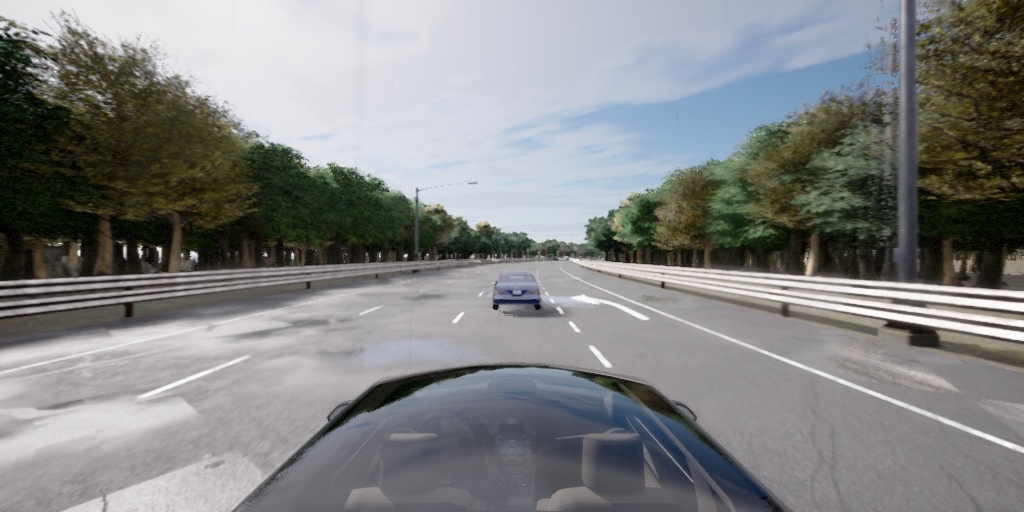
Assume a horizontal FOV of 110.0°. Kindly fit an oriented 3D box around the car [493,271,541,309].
[{"bbox_3d":[0.193,1.309,14.963,2.033,1.411,5.357,0,0,0],"label":"car"}]
